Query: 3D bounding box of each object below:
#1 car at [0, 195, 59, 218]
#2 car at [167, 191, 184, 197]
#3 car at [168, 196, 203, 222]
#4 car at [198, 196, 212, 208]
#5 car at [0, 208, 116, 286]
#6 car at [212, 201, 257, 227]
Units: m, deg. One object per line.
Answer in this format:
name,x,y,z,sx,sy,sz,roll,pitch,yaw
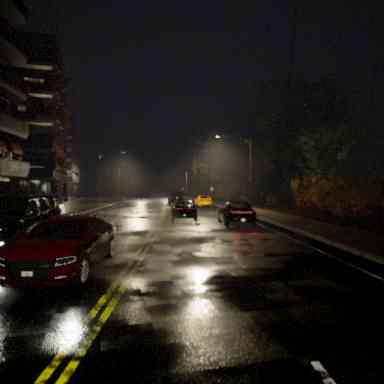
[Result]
car,-6.813,1.145,12.719,2.150,2.045,5.566,0,0,-2
car,-2.216,0.910,46.292,2.150,2.045,5.566,0,0,-5
car,-0.625,1.331,24.903,2.128,1.511,4.902,0,0,-3
car,1.412,1.195,42.264,1.882,1.535,5.008,0,0,-5
car,-3.488,1.419,9.422,1.882,1.535,5.008,0,0,-1
car,2.807,1.351,21.354,2.128,1.511,4.902,0,0,-3
